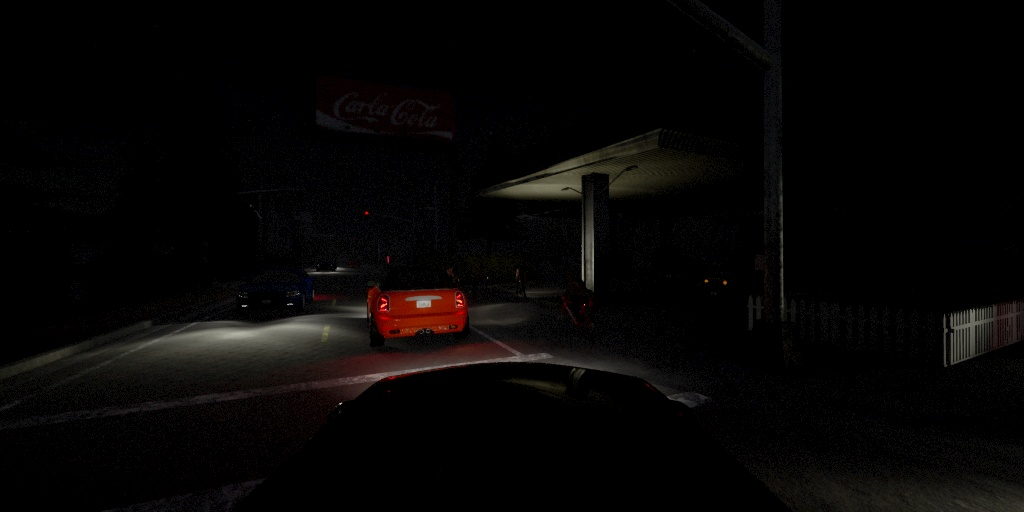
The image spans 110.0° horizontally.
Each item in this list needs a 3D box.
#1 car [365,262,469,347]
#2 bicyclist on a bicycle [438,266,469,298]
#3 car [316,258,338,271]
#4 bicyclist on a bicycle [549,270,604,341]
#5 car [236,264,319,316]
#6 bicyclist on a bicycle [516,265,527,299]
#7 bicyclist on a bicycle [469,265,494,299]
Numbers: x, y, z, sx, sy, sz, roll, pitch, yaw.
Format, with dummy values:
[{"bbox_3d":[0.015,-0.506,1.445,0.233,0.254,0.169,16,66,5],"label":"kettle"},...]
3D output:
[{"bbox_3d":[-2.672,1.022,9.438,2.097,1.767,4.553,0,0,-23],"label":"car"},{"bbox_3d":[-2.924,1.267,16.453,1.656,1.620,0.582,1,0,36],"label":"bicyclist on a bicycle"},{"bbox_3d":[-24.188,1.106,46.702,2.097,1.767,4.553,0,0,-25],"label":"car"},{"bbox_3d":[1.551,1.188,8.824,0.582,1.620,1.656,3,-2,-44],"label":"bicyclist on a bicycle"},{"bbox_3d":[-8.723,1.192,13.559,1.882,1.535,5.008,1,-1,-24],"label":"car"},{"bbox_3d":[0.464,1.294,18.014,0.582,1.620,1.656,0,0,15],"label":"bicyclist on a bicycle"},{"bbox_3d":[-1.642,1.296,17.860,1.656,1.620,0.582,1,0,-22],"label":"bicyclist on a bicycle"}]
